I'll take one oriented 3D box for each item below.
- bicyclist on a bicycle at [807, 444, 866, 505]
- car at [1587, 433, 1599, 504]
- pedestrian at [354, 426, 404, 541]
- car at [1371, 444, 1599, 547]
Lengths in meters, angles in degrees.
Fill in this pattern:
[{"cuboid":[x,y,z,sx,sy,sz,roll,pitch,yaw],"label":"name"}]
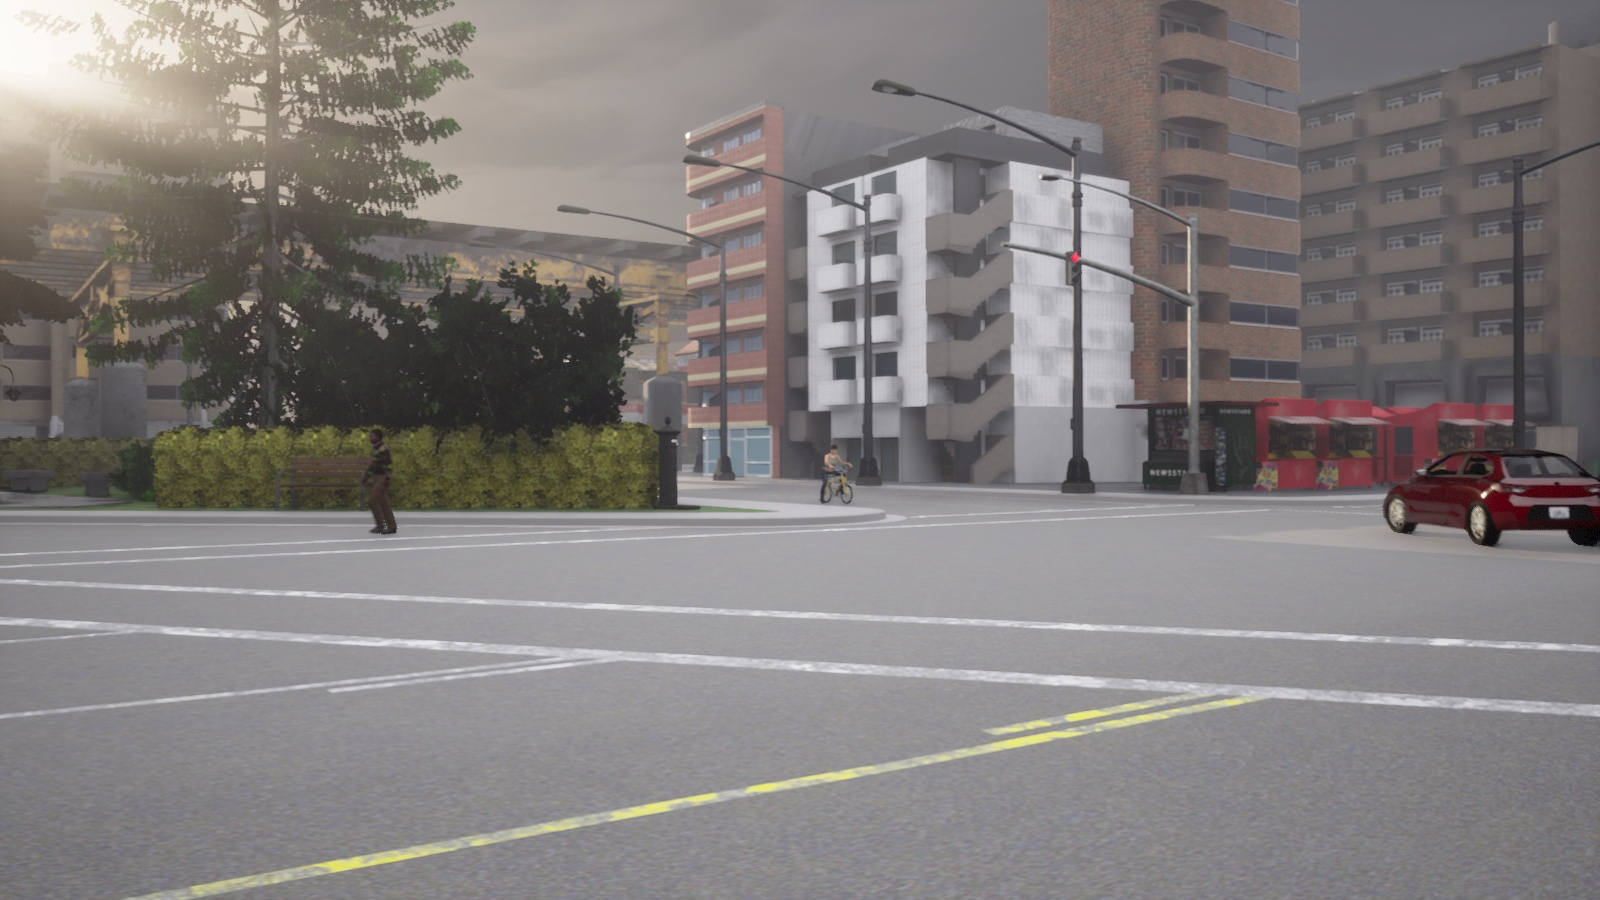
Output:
[{"cuboid":[0.974,0.641,34.152,0.866,1.612,1.509,-1,0,-34],"label":"bicyclist on a bicycle"},{"cuboid":[22.125,0.453,31.809,4.553,1.767,2.097,0,0,-35],"label":"car"},{"cuboid":[-7.206,0.565,21.477,0.692,1.930,0.395,-1,0,-41],"label":"pedestrian"},{"cuboid":[11.060,0.658,20.313,1.816,1.474,4.193,0,0,1],"label":"car"}]
